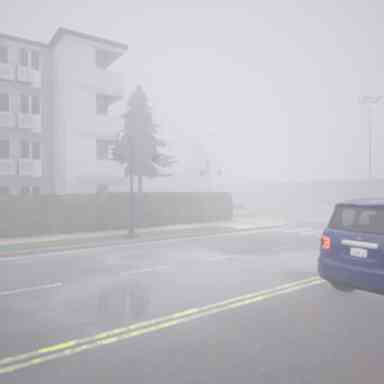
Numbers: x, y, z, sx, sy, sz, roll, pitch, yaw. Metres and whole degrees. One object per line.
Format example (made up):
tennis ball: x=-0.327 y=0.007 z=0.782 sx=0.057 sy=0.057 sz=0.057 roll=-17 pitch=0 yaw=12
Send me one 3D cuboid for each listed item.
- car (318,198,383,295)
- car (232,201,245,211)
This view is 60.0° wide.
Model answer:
car: x=5.152 y=1.138 z=7.471 sx=5.566 sy=2.045 sz=2.150 roll=-1 pitch=0 yaw=-35
car: x=3.256 y=1.297 z=36.133 sx=2.033 sy=1.411 sz=5.357 roll=-1 pitch=0 yaw=-35
